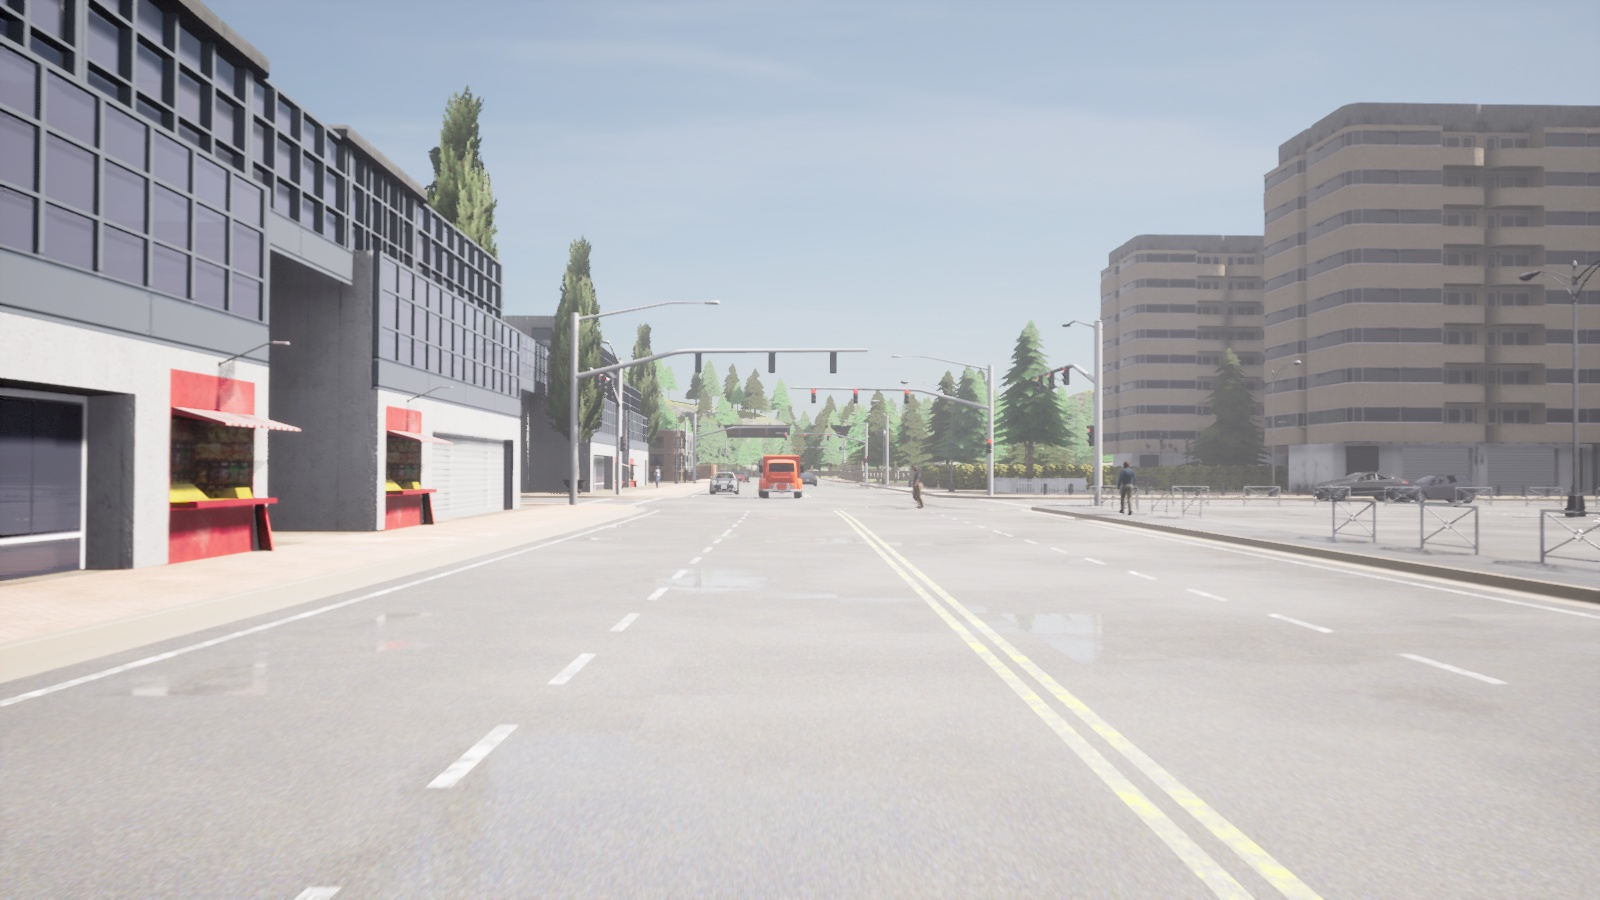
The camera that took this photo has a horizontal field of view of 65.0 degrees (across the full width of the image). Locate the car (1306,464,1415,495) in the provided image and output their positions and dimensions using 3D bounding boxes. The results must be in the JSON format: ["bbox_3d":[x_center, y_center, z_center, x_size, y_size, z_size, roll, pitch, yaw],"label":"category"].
[{"bbox_3d":[30.826,1.628,69.146,5.027,1.651,2.152,0,-1,-2],"label":"car"}]

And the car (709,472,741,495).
[{"bbox_3d":[-4.917,2.183,82.604,1.970,1.475,3.806,0,-1,-2],"label":"car"}]

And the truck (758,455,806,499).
[{"bbox_3d":[-1.073,1.538,72.024,2.627,2.467,5.204,0,-1,-2],"label":"truck"}]

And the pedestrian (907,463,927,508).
[{"bbox_3d":[4.823,1.450,51.929,0.694,1.848,0.540,0,-1,-8],"label":"pedestrian"}]

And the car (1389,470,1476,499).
[{"bbox_3d":[33.066,1.796,65.712,3.633,1.501,1.845,0,-1,-2],"label":"car"}]

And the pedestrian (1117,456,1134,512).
[{"bbox_3d":[10.783,1.127,41.660,0.370,1.835,0.726,0,-1,1],"label":"pedestrian"}]
